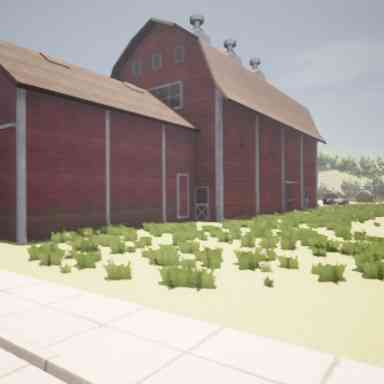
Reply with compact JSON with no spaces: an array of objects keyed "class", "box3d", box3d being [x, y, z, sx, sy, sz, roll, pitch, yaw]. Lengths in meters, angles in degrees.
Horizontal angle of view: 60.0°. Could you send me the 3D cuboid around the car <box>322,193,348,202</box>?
[{"class":"car","box3d":[22.148,1.240,51.636,3.866,1.878,1.905,1,-6,-7]}]
